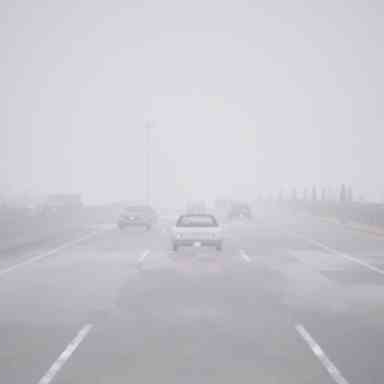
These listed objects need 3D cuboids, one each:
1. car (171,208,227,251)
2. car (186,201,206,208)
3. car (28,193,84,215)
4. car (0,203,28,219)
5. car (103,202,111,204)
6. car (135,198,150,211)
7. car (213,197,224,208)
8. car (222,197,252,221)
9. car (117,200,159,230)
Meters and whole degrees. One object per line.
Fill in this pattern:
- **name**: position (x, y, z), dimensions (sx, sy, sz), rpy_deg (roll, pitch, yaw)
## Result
- **car**: position (0.205, 1.562, 14.019), dimensions (1.895, 1.301, 4.718), rpy_deg (0, 0, 0)
- **car**: position (0.366, 1.509, 32.969), dimensions (1.895, 1.301, 4.718), rpy_deg (0, 0, 0)
- **car**: position (-10.386, 1.119, 26.499), dimensions (2.150, 2.045, 5.566), rpy_deg (0, 0, 1)
- **car**: position (-13.901, 1.493, 25.000), dimensions (1.895, 1.301, 4.718), rpy_deg (0, 0, 1)
- **car**: position (-16.951, 2.755, 66.603), dimensions (1.882, 1.535, 5.008), rpy_deg (0, -6, 0)
- **car**: position (-9.948, 2.564, 66.968), dimensions (2.150, 2.045, 5.566), rpy_deg (0, -6, 1)
- **car**: position (3.836, 1.427, 42.442), dimensions (1.837, 1.490, 4.892), rpy_deg (0, 0, 2)
- **car**: position (3.695, 1.440, 26.897), dimensions (1.837, 1.490, 4.892), rpy_deg (0, 0, 2)
- **car**: position (-3.238, 1.480, 20.603), dimensions (2.033, 1.411, 5.357), rpy_deg (0, 0, 0)
